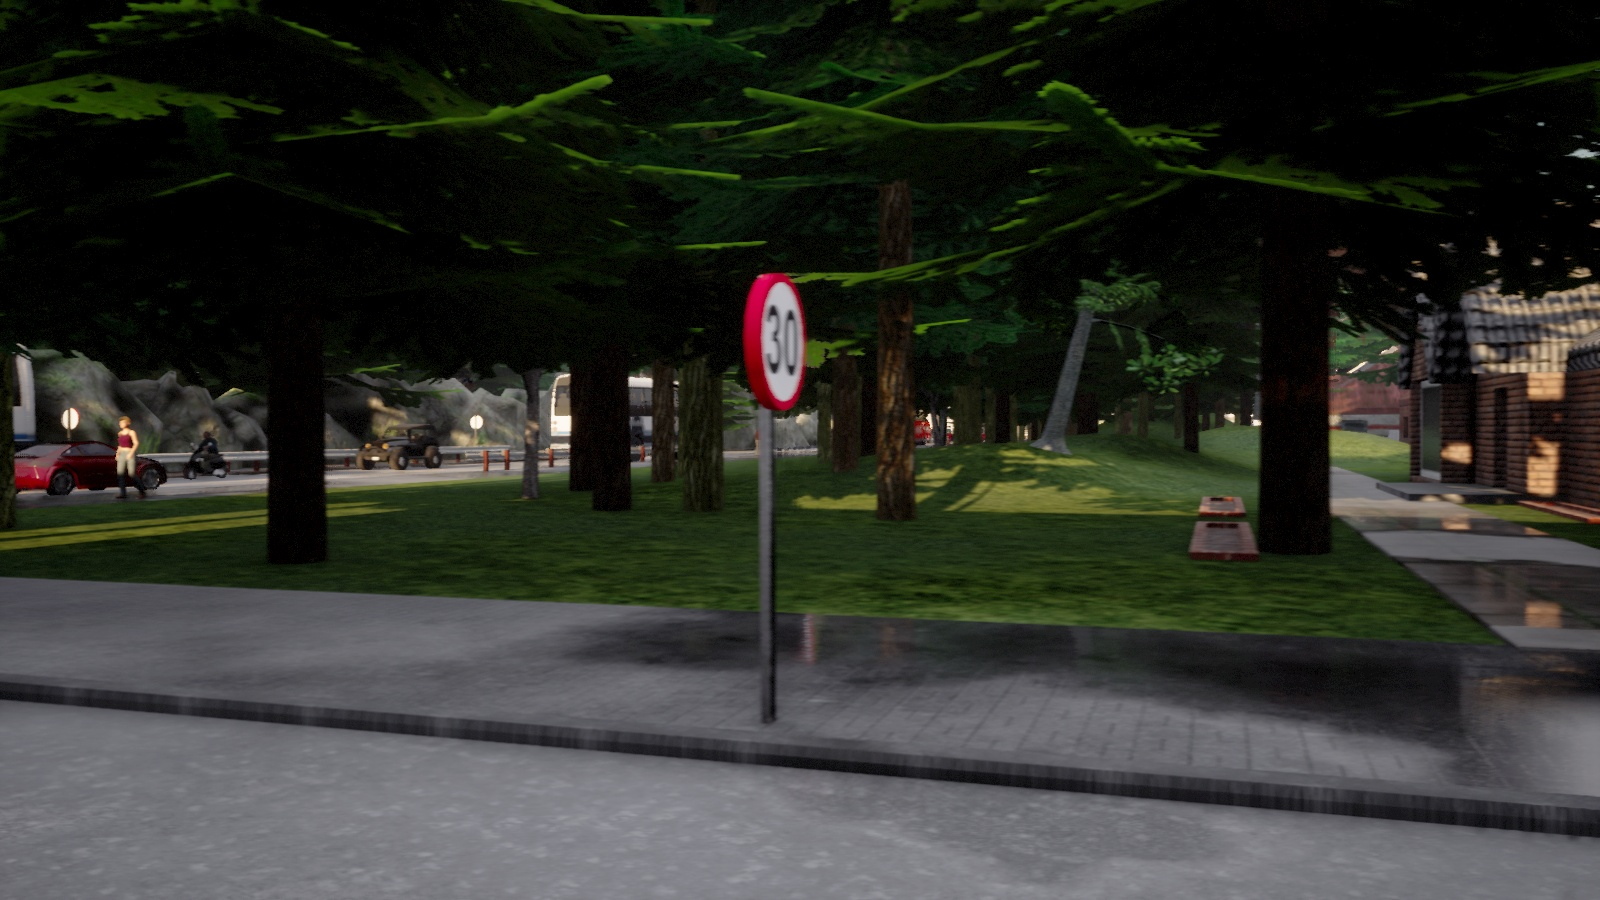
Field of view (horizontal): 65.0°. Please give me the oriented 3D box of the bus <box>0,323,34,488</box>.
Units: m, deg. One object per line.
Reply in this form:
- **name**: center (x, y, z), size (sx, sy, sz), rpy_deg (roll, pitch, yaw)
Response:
- **bus**: center (-23.902, -1.107, 29.198), size (3.944, 4.253, 10.273), rpy_deg (1, 1, 18)

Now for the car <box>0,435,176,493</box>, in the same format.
- **car**: center (-18.602, 0.299, 32.525), size (1.994, 1.385, 4.181), rpy_deg (1, 1, 18)

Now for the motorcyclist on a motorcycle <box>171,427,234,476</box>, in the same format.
- **motorcyclist on a motorcycle**: center (-19.797, 0.038, 41.652), size (0.866, 1.590, 1.817), rpy_deg (1, 1, 18)

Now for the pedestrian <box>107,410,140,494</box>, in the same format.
- **pedestrian**: center (-14.916, 0.037, 27.693), size (0.345, 1.836, 0.594), rpy_deg (0, 1, 13)

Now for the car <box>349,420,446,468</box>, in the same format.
- **car**: center (-16.491, -0.267, 51.663), size (1.905, 1.878, 3.866), rpy_deg (1, 1, 18)

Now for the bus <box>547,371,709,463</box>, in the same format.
- **bus**: center (-8.397, -1.597, 63.367), size (3.944, 4.253, 10.273), rpy_deg (0, 1, 18)
